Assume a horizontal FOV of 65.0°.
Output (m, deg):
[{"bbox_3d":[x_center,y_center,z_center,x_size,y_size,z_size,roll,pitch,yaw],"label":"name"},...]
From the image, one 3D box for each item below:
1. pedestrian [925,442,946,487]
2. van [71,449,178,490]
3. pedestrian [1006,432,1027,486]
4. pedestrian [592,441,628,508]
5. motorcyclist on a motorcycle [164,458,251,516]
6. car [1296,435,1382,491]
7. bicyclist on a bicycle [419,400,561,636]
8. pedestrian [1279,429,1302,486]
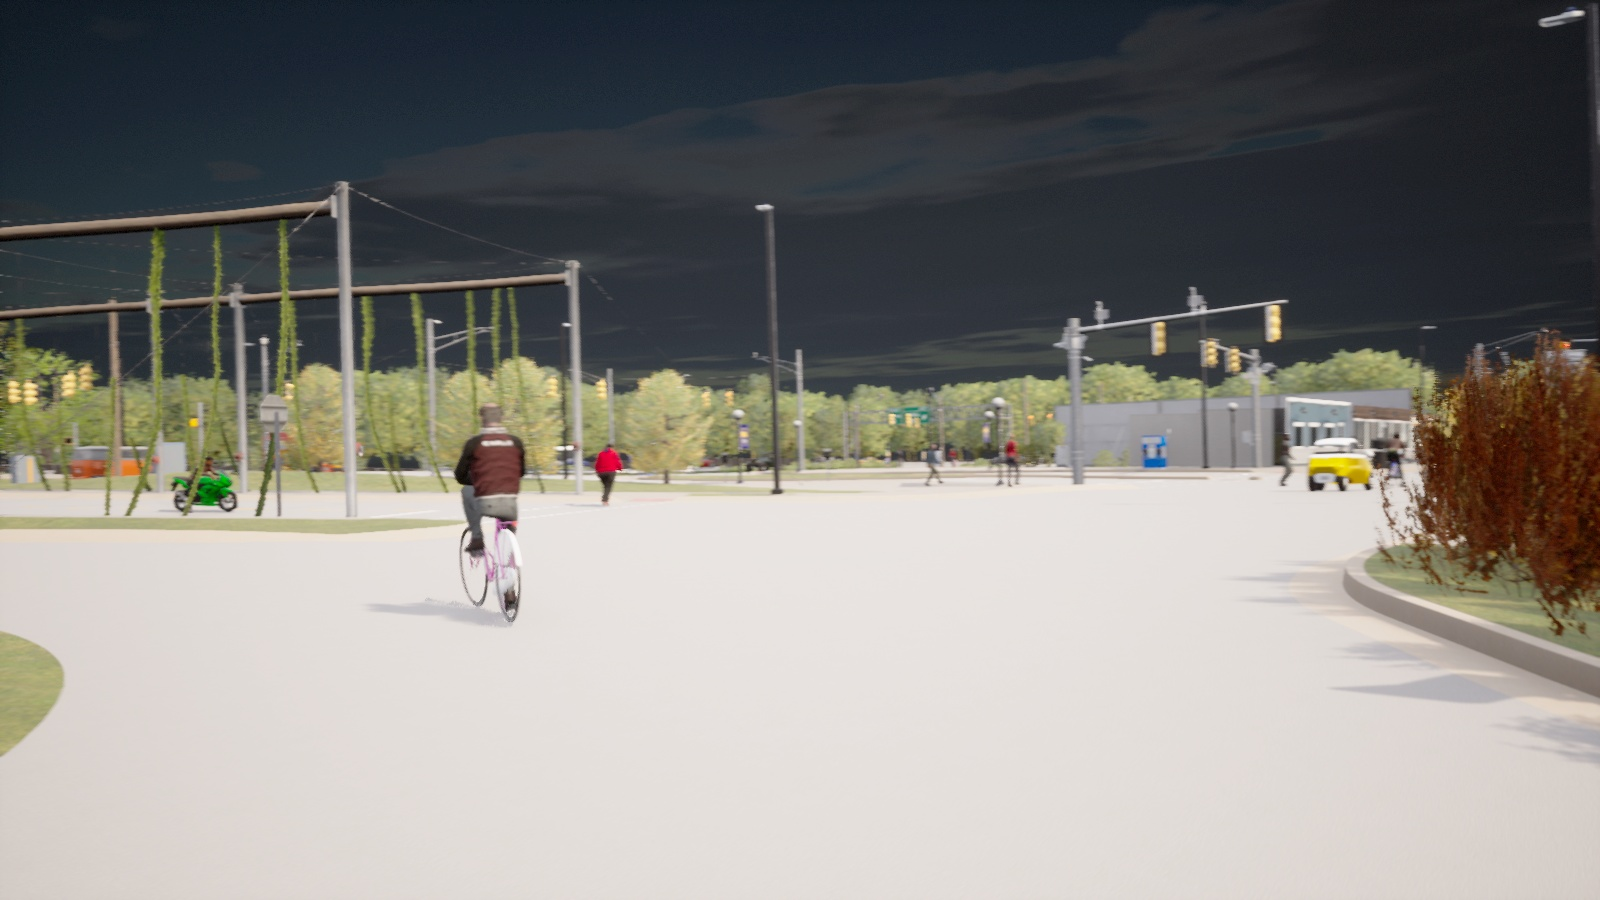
[{"bbox_3d":[5.737,0.616,53.181,0.726,1.842,0.402,-2,0,39],"label":"pedestrian"},{"bbox_3d":[-34.192,0.979,63.636,1.775,1.987,4.442,-2,-2,38],"label":"van"},{"bbox_3d":[7.419,0.315,43.103,0.636,1.846,0.331,-2,0,-43],"label":"pedestrian"},{"bbox_3d":[-5.339,0.675,35.286,0.634,1.844,0.899,-2,0,16],"label":"pedestrian"},{"bbox_3d":[-15.979,1.004,33.872,2.044,1.523,0.797,-1,0,13],"label":"motorcyclist on a motorcycle"},{"bbox_3d":[13.961,0.325,32.483,1.481,1.376,2.207,-2,-1,38],"label":"car"},{"bbox_3d":[-2.617,0.513,10.464,0.659,1.776,1.843,-2,1,-28],"label":"bicyclist on a bicycle"},{"bbox_3d":[16.849,0.258,43.135,0.666,1.930,0.402,-2,0,24],"label":"pedestrian"}]
